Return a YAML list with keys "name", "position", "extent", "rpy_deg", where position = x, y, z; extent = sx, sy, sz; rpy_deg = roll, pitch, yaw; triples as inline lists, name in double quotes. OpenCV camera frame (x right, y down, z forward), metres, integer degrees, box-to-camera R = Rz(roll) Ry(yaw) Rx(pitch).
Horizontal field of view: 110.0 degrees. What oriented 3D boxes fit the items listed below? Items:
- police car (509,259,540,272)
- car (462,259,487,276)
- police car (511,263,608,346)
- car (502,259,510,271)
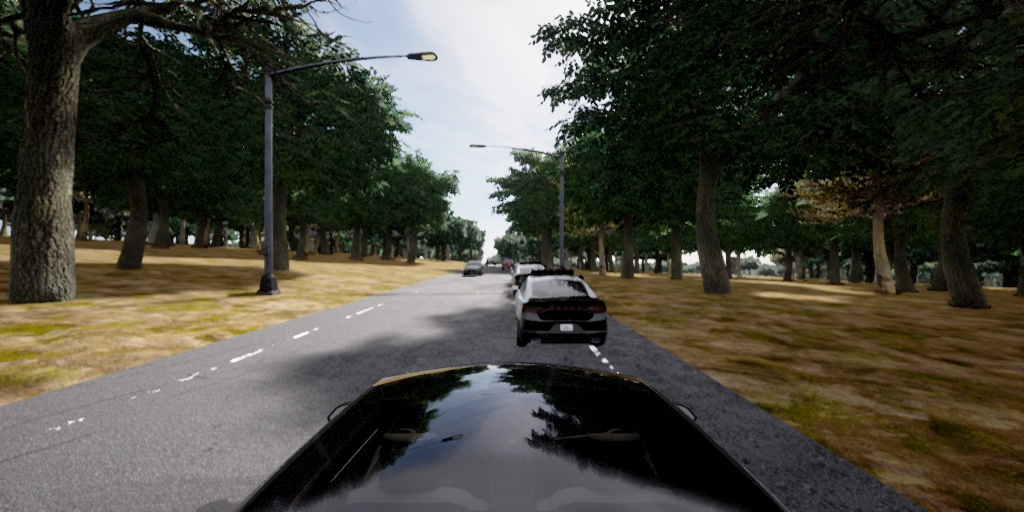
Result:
- name: "police car"
  position: [0.970, 1.131, 19.450]
  extent: [1.930, 1.638, 5.238]
  rpy_deg: [-1, 0, 0]
- name: "car"
  position: [-3.834, 1.253, 36.351]
  extent: [1.837, 1.490, 4.892]
  rpy_deg: [0, 0, -1]
- name: "police car"
  position: [1.035, 1.152, 9.437]
  extent: [1.930, 1.638, 5.238]
  rpy_deg: [0, 0, 0]
- name: "car"
  position: [-0.409, 1.154, 51.680]
  extent: [2.097, 1.767, 4.553]
  rpy_deg: [0, 0, -1]
